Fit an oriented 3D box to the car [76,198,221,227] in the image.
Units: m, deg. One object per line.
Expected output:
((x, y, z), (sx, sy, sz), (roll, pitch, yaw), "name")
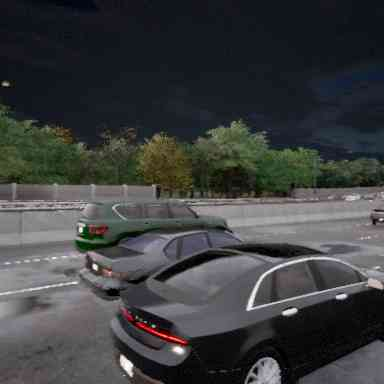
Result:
((-1.149, 1.230, 11.525), (5.566, 2.045, 2.150), (0, 0, -35), "car")

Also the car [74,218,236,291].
((0.098, 1.554, 8.122), (5.357, 1.411, 2.033), (0, 0, -36), "car")

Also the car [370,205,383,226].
((13.796, 1.526, 22.184), (4.902, 1.511, 2.128), (0, 0, -35), "car")

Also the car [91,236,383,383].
((1.303, 1.510, 4.799), (4.892, 1.490, 1.837), (0, 0, -35), "car")

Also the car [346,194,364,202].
((37.430, 1.387, 77.106), (2.150, 2.045, 5.566), (1, 1, 38), "car")
